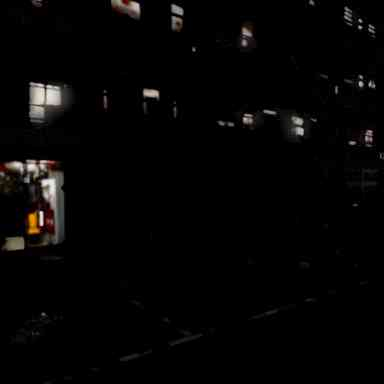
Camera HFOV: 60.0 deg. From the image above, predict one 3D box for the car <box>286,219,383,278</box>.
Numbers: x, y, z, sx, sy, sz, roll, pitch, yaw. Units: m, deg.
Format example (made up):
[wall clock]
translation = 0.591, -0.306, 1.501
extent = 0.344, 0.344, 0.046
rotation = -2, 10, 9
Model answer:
[car]
translation = 4.701, 1.514, 9.929
extent = 4.313, 1.339, 1.947
rotation = 0, -1, -36
